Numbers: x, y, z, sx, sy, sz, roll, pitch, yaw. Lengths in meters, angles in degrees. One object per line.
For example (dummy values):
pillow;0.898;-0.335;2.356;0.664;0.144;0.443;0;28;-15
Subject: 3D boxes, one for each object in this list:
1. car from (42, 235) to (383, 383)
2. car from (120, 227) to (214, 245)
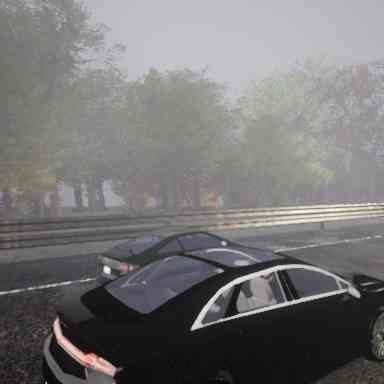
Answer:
car;0.779;1.476;4.218;4.902;1.511;2.128;0;0;-35
car;-0.073;1.538;7.877;4.181;1.385;1.994;0;0;-35
